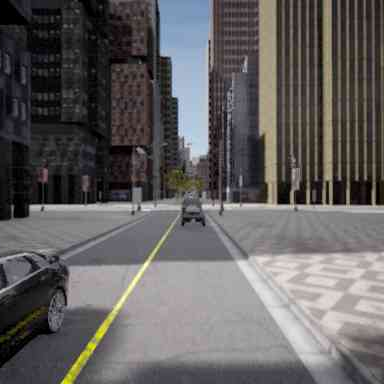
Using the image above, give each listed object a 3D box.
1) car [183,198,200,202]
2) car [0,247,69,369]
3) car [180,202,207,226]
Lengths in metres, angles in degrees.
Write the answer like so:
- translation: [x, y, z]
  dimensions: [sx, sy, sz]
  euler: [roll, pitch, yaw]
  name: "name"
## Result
- translation: [0.021, 1.636, 36.468]
  dimensions: [2.150, 2.045, 5.566]
  euler: [0, -1, 1]
  name: "car"
- translation: [-3.102, 1.540, 4.055]
  dimensions: [2.128, 1.511, 4.902]
  euler: [0, -1, 0]
  name: "car"
- translation: [0.089, 1.805, 26.192]
  dimensions: [1.837, 1.490, 4.892]
  euler: [0, -1, 0]
  name: "car"
